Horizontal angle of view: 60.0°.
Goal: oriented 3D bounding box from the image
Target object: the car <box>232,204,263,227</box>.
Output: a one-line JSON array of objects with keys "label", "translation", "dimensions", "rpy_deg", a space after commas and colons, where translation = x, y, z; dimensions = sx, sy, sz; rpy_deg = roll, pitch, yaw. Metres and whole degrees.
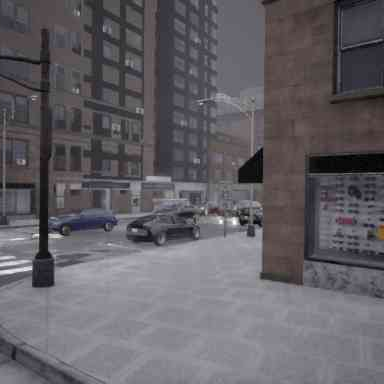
[{"label": "car", "translation": [5.118, 1.850, 25.358], "dimensions": [1.947, 1.339, 4.313], "rpy_deg": [0, 0, 36]}]

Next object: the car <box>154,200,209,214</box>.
[{"label": "car", "translation": [-1.085, 1.672, 26.933], "dimensions": [2.128, 1.511, 4.902], "rpy_deg": [1, 0, 36]}]

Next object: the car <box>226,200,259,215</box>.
[{"label": "car", "translation": [4.786, 1.613, 35.036], "dimensions": [2.097, 1.767, 4.553], "rpy_deg": [1, 0, 36]}]

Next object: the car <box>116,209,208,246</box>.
[{"label": "car", "translation": [-1.323, 1.764, 16.449], "dimensions": [1.947, 1.339, 4.313], "rpy_deg": [0, 0, 36]}]

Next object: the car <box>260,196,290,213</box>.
[{"label": "car", "translation": [10.918, 1.574, 43.480], "dimensions": [2.150, 2.045, 5.566], "rpy_deg": [1, 0, 33]}]

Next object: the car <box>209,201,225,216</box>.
[{"label": "car", "translation": [1.431, 1.646, 34.807], "dimensions": [1.967, 1.590, 4.097], "rpy_deg": [0, 0, 36]}]

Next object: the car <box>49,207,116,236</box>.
[{"label": "car", "translation": [-6.458, 1.634, 19.499], "dimensions": [1.812, 1.442, 4.674], "rpy_deg": [1, 0, 38]}]
